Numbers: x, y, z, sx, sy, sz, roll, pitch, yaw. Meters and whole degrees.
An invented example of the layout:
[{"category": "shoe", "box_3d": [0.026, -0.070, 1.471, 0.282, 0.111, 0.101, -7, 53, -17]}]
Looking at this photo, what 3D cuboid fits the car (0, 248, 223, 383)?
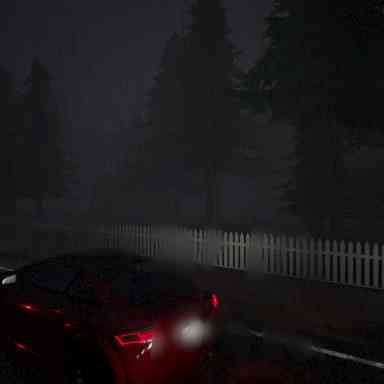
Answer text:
[{"category": "car", "box_3d": [-1.644, 1.564, 4.963, 4.181, 1.385, 1.994, 0, 0, 35]}]
